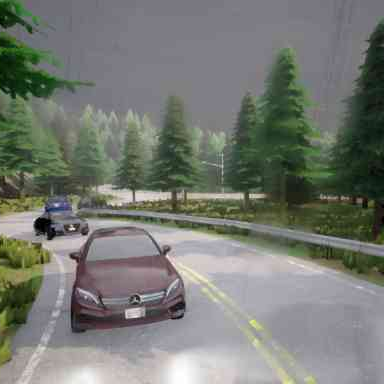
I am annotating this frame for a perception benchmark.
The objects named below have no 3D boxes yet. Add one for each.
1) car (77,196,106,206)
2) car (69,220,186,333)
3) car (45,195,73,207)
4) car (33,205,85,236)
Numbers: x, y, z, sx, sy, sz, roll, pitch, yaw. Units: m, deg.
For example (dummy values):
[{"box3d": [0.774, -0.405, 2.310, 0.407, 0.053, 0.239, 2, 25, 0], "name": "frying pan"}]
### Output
[{"box3d": [-12.752, 1.289, 42.829, 2.097, 1.767, 4.553, 2, 2, 13], "name": "car"}, {"box3d": [-1.527, 1.523, 7.103, 1.812, 1.442, 4.674, -2, 0, -17], "name": "car"}, {"box3d": [-12.888, 1.326, 32.237, 2.150, 2.045, 5.566, -1, 0, -18], "name": "car"}, {"box3d": [-7.106, 1.663, 17.889, 1.994, 1.385, 4.181, -4, 2, -38], "name": "car"}]
